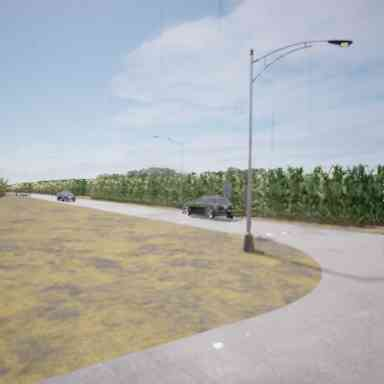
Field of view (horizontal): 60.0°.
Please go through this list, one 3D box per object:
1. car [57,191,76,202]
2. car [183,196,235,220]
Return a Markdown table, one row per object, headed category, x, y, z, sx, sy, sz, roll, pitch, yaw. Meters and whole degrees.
| category | x | y | z | sx | sy | sz | roll | pitch | yaw |
| --- | --- | --- | --- | --- | --- | --- | --- | --- | --- |
| car | -18.875 | 0.626 | 49.812 | 2.128 | 1.511 | 4.902 | 1 | 0 | -35 |
| car | 1.240 | 1.110 | 25.993 | 2.097 | 1.767 | 4.553 | 1 | 1 | -34 |
